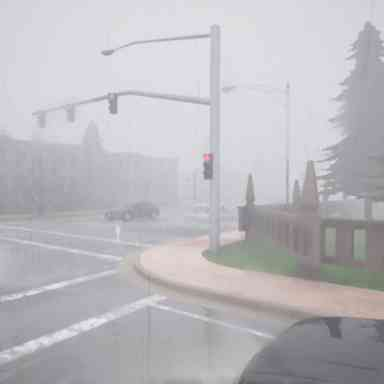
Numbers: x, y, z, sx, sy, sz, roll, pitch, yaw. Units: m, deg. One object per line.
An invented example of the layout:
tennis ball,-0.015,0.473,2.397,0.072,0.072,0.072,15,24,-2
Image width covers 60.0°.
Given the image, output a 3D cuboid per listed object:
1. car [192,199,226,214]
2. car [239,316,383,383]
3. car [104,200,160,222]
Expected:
car,1.856,1.443,34.470,1.812,1.442,4.674,0,0,36
car,2.886,1.554,1.859,5.357,1.411,2.033,0,0,39
car,-4.504,1.422,25.607,1.837,1.490,4.892,0,0,35
